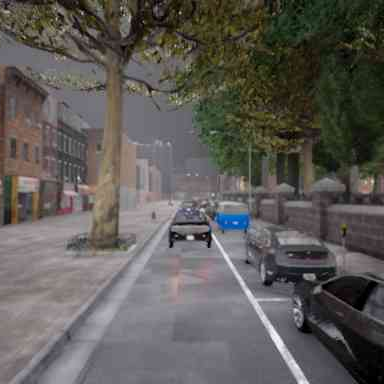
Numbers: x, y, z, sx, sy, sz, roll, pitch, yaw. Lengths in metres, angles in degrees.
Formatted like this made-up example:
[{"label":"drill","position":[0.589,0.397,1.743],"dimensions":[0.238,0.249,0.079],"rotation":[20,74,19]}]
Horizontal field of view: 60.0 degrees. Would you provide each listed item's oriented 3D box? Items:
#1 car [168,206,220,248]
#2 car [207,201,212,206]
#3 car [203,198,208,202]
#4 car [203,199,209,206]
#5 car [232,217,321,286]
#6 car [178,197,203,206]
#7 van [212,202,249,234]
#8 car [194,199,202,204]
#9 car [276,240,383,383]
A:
[{"label":"car","position":[-0.093,1.625,15.611],"dimensions":[2.128,1.511,4.902],"rotation":[0,-1,-1]},{"label":"car","position":[2.645,1.770,30.619],"dimensions":[1.837,1.490,4.892],"rotation":[0,-1,-1]},{"label":"car","position":[1.990,2.073,53.030],"dimensions":[1.802,1.307,4.206],"rotation":[1,-1,-1]},{"label":"car","position":[2.561,1.858,37.619],"dimensions":[1.812,1.442,4.674],"rotation":[0,-1,-1]},{"label":"car","position":[2.536,1.626,9.439],"dimensions":[2.008,1.369,4.403],"rotation":[1,-1,-1]},{"label":"car","position":[-0.299,1.638,32.176],"dimensions":[2.097,1.767,4.553],"rotation":[0,-1,-1]},{"label":"van","position":[2.402,1.513,20.339],"dimensions":[1.690,1.788,3.998],"rotation":[1,-1,-1]},{"label":"car","position":[1.592,2.403,84.905],"dimensions":[1.887,1.381,4.507],"rotation":[0,-1,-1]},{"label":"car","position":[2.604,1.595,3.991],"dimensions":[1.947,1.339,4.313],"rotation":[1,-1,-1]}]
